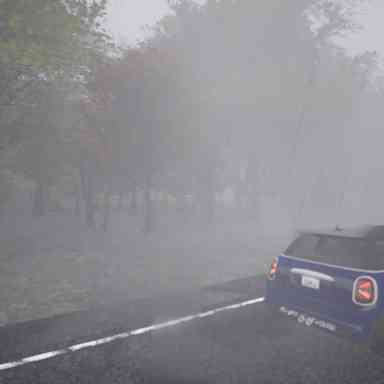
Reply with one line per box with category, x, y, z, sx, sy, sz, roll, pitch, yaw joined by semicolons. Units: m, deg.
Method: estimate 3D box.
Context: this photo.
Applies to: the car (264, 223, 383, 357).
car;3.517;1.395;6.251;4.553;1.767;2.097;1;0;-35
